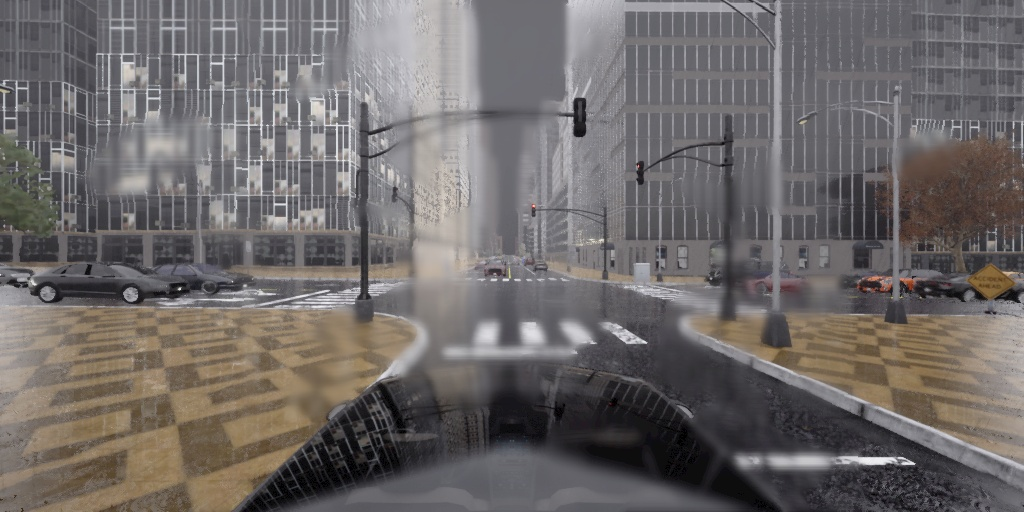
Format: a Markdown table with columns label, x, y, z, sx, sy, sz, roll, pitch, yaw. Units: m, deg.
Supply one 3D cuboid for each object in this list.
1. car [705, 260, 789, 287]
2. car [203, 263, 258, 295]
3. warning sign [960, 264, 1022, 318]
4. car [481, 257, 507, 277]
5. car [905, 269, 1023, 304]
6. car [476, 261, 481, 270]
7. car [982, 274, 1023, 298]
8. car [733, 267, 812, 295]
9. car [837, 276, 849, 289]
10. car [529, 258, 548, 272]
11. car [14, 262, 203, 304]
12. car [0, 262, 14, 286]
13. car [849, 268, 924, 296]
| label | x | y | z | sx | sy | sz | roll | pitch | yaw |
| --- | --- | --- | --- | --- | --- | --- | --- | --- | --- |
| car | 16.900 | 1.303 | 25.601 | 5.566 | 2.045 | 2.150 | 1 | 0 | -3 |
| car | -15.440 | 1.040 | 17.233 | 5.357 | 1.411 | 2.033 | 1 | 0 | 0 |
| warning sign | 17.213 | 1.204 | 12.901 | 1.060 | 1.860 | 1.300 | 0 | 0 | -3 |
| car | -1.664 | 1.120 | 36.188 | 2.097 | 1.767 | 4.553 | 0 | 0 | -2 |
| car | 24.710 | 1.699 | 19.291 | 5.008 | 1.535 | 1.882 | 1 | 0 | -3 |
| car | -4.322 | 1.342 | 52.068 | 1.802 | 1.307 | 4.207 | 0 | 0 | -1 |
| car | 33.779 | 1.948 | 23.221 | 4.181 | 1.385 | 1.994 | 1 | 0 | -2 |
| car | 16.087 | 1.631 | 22.304 | 4.181 | 1.385 | 1.994 | 1 | 0 | -3 |
| car | 26.289 | 1.813 | 26.095 | 4.181 | 1.385 | 1.994 | 1 | 0 | -3 |
| car | 3.663 | 1.329 | 46.623 | 1.948 | 1.339 | 4.313 | 0 | 0 | -1 |
| car | -15.427 | 0.998 | 13.945 | 4.892 | 1.490 | 1.837 | 1 | 0 | -3 |
| car | -25.374 | 0.802 | 16.683 | 4.902 | 1.511 | 2.128 | 1 | 0 | -3 |
| car | 24.781 | 1.574 | 22.757 | 4.553 | 1.767 | 2.097 | 1 | 0 | -3 |
